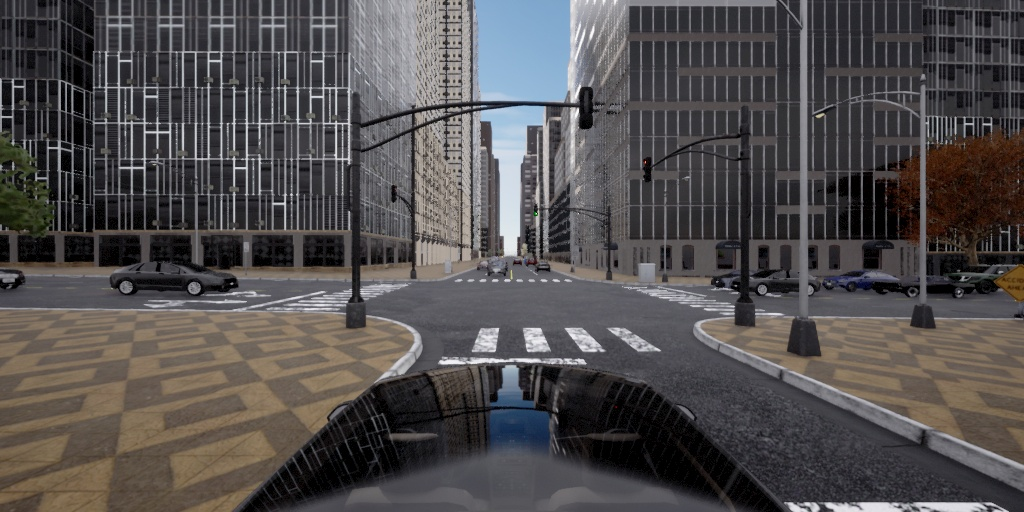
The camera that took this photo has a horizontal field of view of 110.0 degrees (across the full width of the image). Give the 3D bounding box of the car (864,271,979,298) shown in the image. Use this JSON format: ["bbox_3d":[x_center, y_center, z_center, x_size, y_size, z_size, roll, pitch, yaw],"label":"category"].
[{"bbox_3d":[25.029,1.833,22.002,4.718,1.301,1.895,1,0,-3],"label":"car"}]

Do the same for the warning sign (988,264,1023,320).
[{"bbox_3d":[17.268,1.208,12.175,1.060,1.860,1.300,0,0,-3],"label":"warning sign"}]

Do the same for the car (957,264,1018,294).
[{"bbox_3d":[34.185,1.618,25.681,5.566,2.045,2.150,1,0,-3],"label":"car"}]

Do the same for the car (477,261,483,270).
[{"bbox_3d":[-4.057,1.360,51.457,1.802,1.307,4.207,0,0,0],"label":"car"}]

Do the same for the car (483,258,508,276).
[{"bbox_3d":[-1.523,1.270,37.329,2.128,1.511,4.902,0,0,0],"label":"car"}]

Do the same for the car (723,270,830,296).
[{"bbox_3d":[15.786,1.571,21.576,4.892,1.490,1.837,1,0,-4],"label":"car"}]

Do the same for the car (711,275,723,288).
[{"bbox_3d":[16.156,1.637,24.837,4.181,1.385,1.994,1,0,-3],"label":"car"}]

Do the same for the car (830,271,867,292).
[{"bbox_3d":[24.557,1.749,25.231,4.674,1.442,1.812,1,0,-3],"label":"car"}]

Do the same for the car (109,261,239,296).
[{"bbox_3d":[-15.515,1.000,16.640,4.892,1.490,1.837,1,0,-3],"label":"car"}]

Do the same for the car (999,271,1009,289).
[{"bbox_3d":[34.121,1.921,22.418,4.674,1.442,1.812,1,0,-2],"label":"car"}]

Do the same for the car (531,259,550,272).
[{"bbox_3d":[3.899,1.344,45.969,1.948,1.339,4.313,0,0,0],"label":"car"}]

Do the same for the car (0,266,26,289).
[{"bbox_3d":[-25.298,0.807,16.185,4.902,1.511,2.128,1,0,-3],"label":"car"}]
